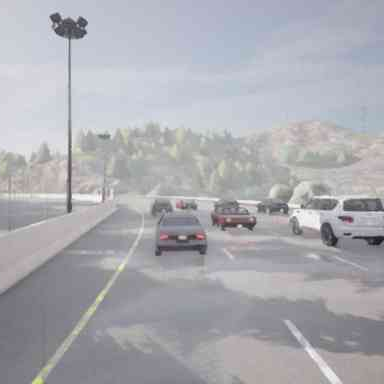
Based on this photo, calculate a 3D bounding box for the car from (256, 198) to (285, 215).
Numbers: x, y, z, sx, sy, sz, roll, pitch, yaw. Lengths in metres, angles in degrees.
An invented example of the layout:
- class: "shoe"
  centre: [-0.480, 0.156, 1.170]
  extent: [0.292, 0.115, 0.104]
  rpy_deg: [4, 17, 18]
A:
- class: "car"
  centre: [7.640, 1.378, 32.084]
  extent: [1.837, 1.490, 4.892]
  rpy_deg: [0, 0, -9]

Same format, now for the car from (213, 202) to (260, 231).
- class: "car"
  centre: [2.325, 1.524, 20.025]
  extent: [1.895, 1.301, 4.718]
  rpy_deg: [0, 0, -6]

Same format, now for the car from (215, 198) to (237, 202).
- class: "car"
  centre: [3.578, 1.373, 34.823]
  extent: [1.837, 1.490, 4.892]
  rpy_deg: [0, 0, -11]

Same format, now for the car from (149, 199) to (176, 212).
- class: "car"
  centre: [-2.926, 1.392, 31.577]
  extent: [1.837, 1.490, 4.892]
  rpy_deg: [0, 0, -10]

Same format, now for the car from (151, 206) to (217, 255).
- class: "car"
  centre: [-0.523, 1.499, 13.158]
  extent: [2.033, 1.411, 5.357]
  rpy_deg: [0, 0, -5]

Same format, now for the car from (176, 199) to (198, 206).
- class: "car"
  centre: [-0.753, 1.460, 38.671]
  extent: [1.895, 1.301, 4.718]
  rpy_deg: [0, 0, -12]

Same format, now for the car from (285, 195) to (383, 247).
- class: "car"
  centre: [6.346, 1.159, 14.951]
  extent: [2.150, 2.045, 5.566]
  rpy_deg: [0, 0, -5]
